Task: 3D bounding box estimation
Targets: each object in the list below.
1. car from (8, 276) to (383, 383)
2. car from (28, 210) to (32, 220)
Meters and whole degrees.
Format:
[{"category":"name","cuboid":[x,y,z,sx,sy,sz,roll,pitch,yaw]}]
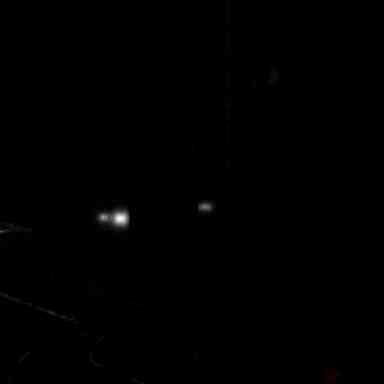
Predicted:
[{"category":"car","cuboid":[0.318,1.440,2.582,4.097,1.590,1.967,0,0,35]},{"category":"car","cuboid":[-9.064,1.324,24.637,2.150,2.045,5.566,0,0,35]}]
